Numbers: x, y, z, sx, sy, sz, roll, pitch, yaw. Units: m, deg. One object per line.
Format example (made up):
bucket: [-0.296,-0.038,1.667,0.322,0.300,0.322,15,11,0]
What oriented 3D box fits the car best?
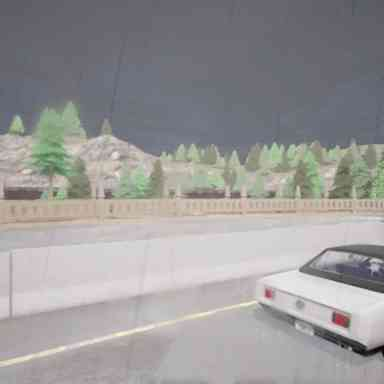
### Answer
car: [3.452,1.596,5.774,4.718,1.301,1.895,0,0,-32]
